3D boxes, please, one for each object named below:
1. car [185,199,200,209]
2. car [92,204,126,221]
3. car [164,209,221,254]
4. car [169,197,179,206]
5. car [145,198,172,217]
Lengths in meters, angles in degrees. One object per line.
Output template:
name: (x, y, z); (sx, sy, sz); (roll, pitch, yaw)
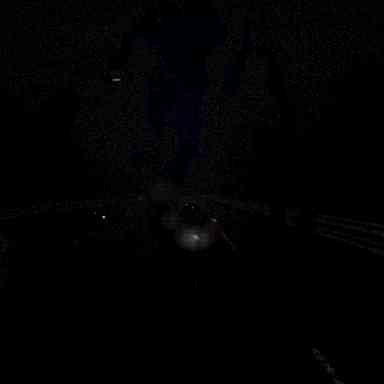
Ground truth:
car: (0.084, 1.648, 41.950); (1.812, 1.442, 4.674); (0, 0, 0)
car: (-6.910, 1.691, 28.304); (1.895, 1.301, 4.718); (0, 0, 0)
car: (0.094, 1.610, 13.804); (1.994, 1.385, 4.181); (0, 0, 0)
car: (-3.422, 1.659, 58.448); (1.837, 1.490, 4.892); (0, 0, 0)
car: (-3.410, 1.593, 32.167); (2.128, 1.511, 4.902); (0, 0, 0)
